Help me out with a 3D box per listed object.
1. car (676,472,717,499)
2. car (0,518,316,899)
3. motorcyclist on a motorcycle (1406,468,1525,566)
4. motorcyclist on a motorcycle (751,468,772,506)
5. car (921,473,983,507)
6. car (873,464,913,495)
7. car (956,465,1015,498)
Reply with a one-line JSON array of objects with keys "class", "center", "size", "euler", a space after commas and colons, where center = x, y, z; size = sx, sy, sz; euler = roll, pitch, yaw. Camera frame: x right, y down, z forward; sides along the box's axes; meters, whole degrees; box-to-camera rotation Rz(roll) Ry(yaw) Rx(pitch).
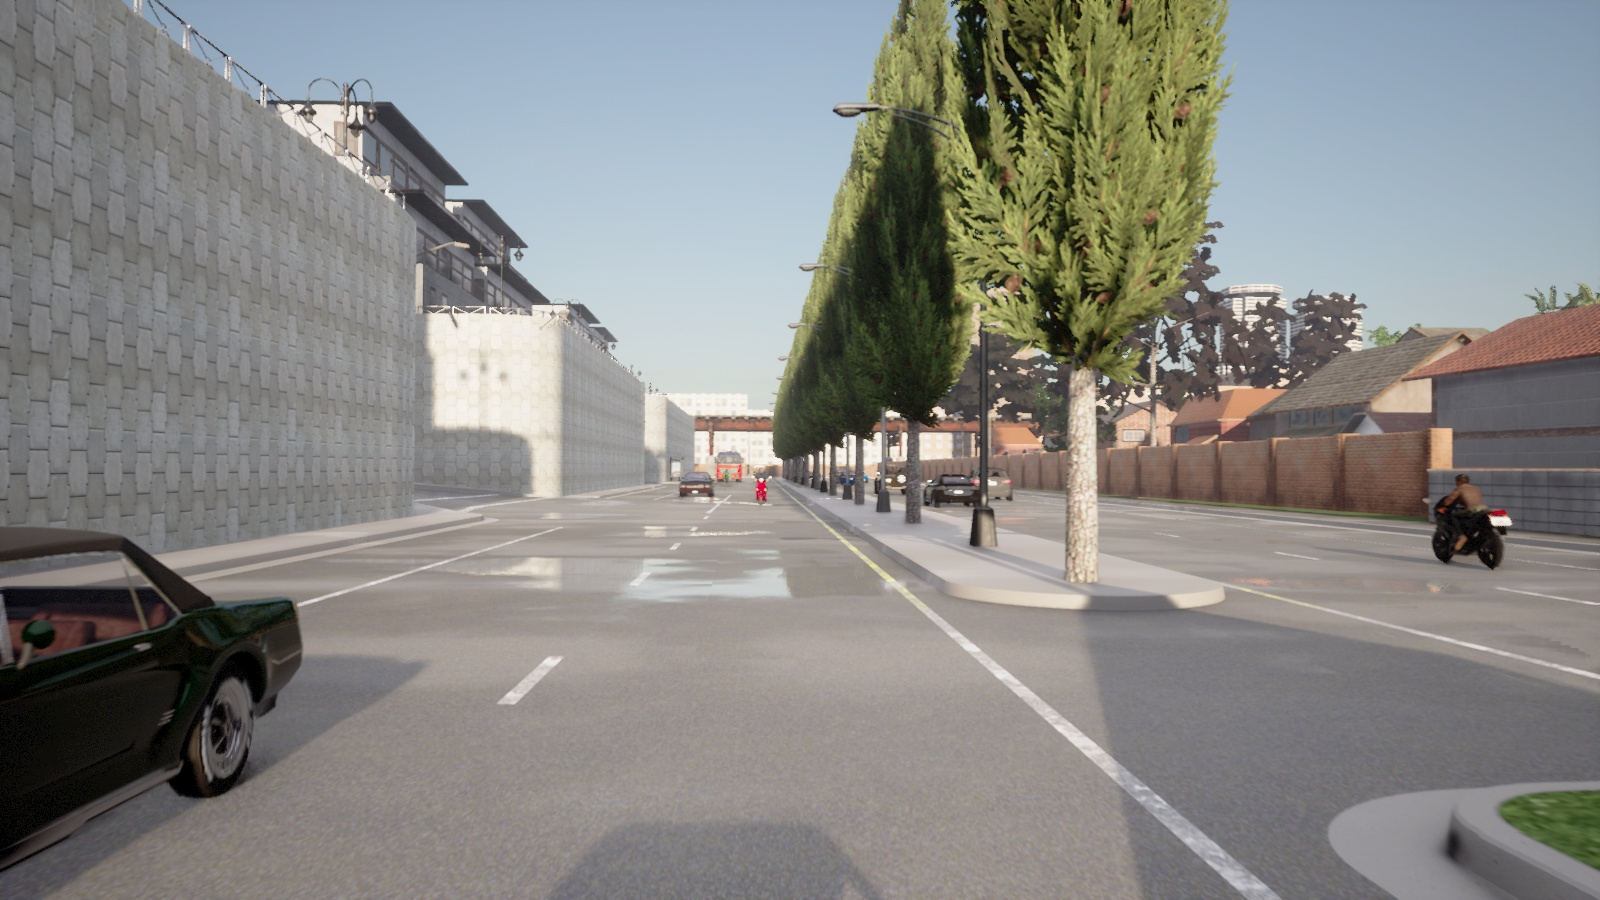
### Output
[{"class": "car", "center": [-5.708, 1.943, 69.908], "size": [2.033, 1.411, 5.357], "euler": [0, -1, -2]}, {"class": "car", "center": [-3.576, 0.997, 4.599], "size": [1.895, 1.301, 4.718], "euler": [0, -1, -1]}, {"class": "motorcyclist on a motorcycle", "center": [10.925, 1.064, 20.706], "size": [0.797, 1.523, 2.044], "euler": [0, -1, -2]}, {"class": "motorcyclist on a motorcycle", "center": [-1.655, 1.552, 53.342], "size": [0.866, 1.590, 1.817], "euler": [0, 0, -2]}, {"class": "car", "center": [6.357, 1.654, 52.976], "size": [1.994, 1.385, 4.181], "euler": [0, -1, -2]}, {"class": "car", "center": [5.596, 1.759, 76.000], "size": [1.932, 1.855, 4.605], "euler": [0, -1, -2]}, {"class": "car", "center": [9.476, 1.597, 64.535], "size": [2.242, 1.667, 4.611], "euler": [0, -1, -2]}]
